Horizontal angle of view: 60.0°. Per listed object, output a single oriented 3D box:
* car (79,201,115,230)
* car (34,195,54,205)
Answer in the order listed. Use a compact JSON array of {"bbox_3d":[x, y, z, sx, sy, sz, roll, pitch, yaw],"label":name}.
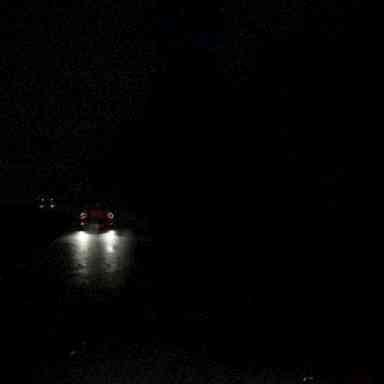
[{"bbox_3d":[-6.111,1.400,21.502,2.097,1.767,4.553,0,0,-15],"label":"car"},{"bbox_3d":[-26.032,1.388,58.469,2.097,1.767,4.553,1,0,-42],"label":"car"}]
